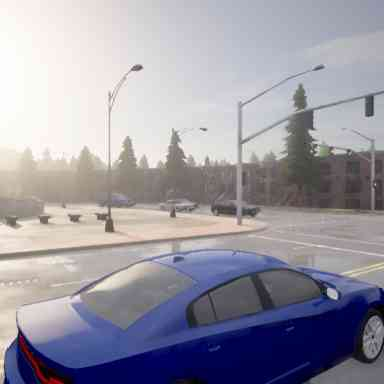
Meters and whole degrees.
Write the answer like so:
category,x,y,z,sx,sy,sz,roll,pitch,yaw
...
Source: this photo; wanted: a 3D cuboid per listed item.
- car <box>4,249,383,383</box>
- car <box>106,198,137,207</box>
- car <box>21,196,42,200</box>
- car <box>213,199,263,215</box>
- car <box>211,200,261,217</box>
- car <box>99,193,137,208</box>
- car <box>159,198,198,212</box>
category,x,y,z,sx,sy,sz,roll,pitch,yaw
car,0.528,1.478,4.175,5.008,1.535,1.882,0,0,-35
car,-10.799,1.601,50.808,4.718,1.301,1.895,0,0,31
car,-29.879,1.503,60.697,4.892,1.490,1.837,0,0,5
car,4.782,1.547,35.268,2.033,1.411,5.357,0,0,-36
car,3.823,1.478,30.620,1.882,1.535,5.008,0,0,-36
car,-10.642,1.222,46.566,5.566,2.045,2.150,0,0,34
car,-1.781,1.601,38.096,1.895,1.301,4.718,0,0,-39
